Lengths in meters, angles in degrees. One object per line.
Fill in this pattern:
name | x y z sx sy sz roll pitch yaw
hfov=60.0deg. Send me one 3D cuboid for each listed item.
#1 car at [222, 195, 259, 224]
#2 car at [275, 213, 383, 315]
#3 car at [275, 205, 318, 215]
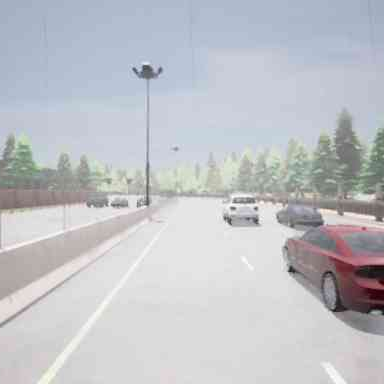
car | 3.557 1.238 24.863 2.150 2.045 5.566 0 0 0
car | 3.545 1.482 7.677 1.882 1.535 5.008 0 0 1
car | 7.036 1.561 22.287 2.033 1.411 5.357 0 0 1
